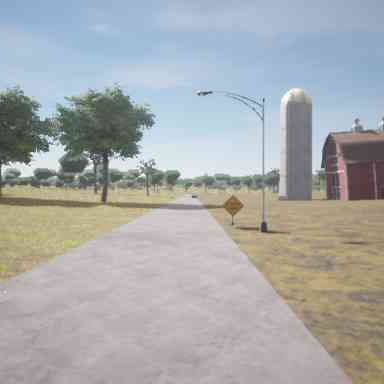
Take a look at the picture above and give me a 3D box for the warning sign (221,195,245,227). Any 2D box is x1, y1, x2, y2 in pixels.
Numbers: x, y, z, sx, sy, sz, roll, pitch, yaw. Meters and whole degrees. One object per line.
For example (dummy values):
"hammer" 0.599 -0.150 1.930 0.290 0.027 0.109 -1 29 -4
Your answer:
"warning sign" 2.468 1.107 20.035 1.300 1.860 1.060 1 1 0
